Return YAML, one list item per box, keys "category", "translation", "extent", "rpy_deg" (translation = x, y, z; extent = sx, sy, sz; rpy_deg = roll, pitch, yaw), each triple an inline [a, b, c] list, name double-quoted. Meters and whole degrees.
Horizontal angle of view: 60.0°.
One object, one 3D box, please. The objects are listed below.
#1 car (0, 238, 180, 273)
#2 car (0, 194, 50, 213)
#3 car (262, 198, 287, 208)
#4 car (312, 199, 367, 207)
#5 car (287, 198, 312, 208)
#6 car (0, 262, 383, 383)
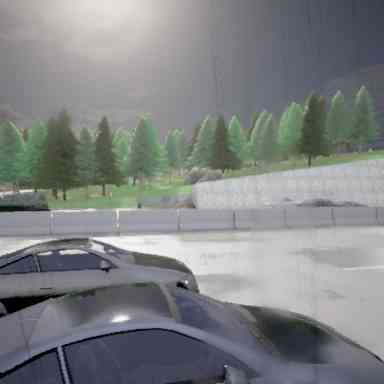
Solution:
- category: "car"
  translation: [-1.982, 1.556, 6.013]
  extent: [4.181, 1.385, 1.994]
  rpy_deg: [0, 0, -14]
- category: "car"
  translation: [-15.098, 1.199, 28.196]
  extent: [5.566, 2.045, 2.150]
  rpy_deg: [0, 0, -14]
- category: "car"
  translation: [10.378, 1.404, 38.159]
  extent: [4.674, 1.442, 1.812]
  rpy_deg: [0, 0, -14]
- category: "car"
  translation: [12.710, 1.460, 27.919]
  extent: [4.181, 1.385, 1.994]
  rpy_deg: [0, 0, -14]
- category: "car"
  translation: [13.276, 1.424, 35.275]
  extent: [5.357, 1.411, 2.033]
  rpy_deg: [0, 0, -14]
- category: "car"
  translation: [-0.322, 1.559, 2.819]
  extent: [4.181, 1.385, 1.994]
  rpy_deg: [0, 0, -14]
